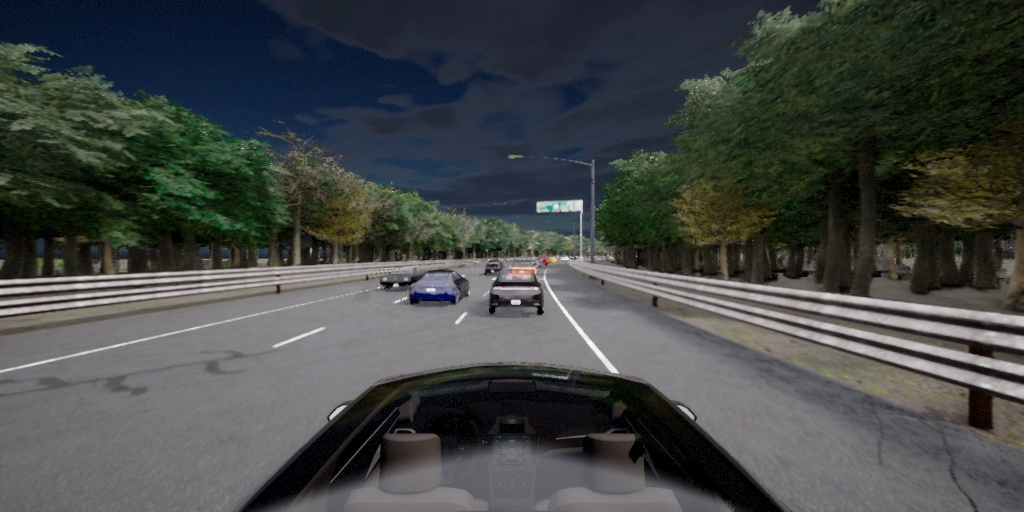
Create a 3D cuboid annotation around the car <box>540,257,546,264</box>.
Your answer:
[{"bbox_3d":[3.736,1.269,56.006,2.033,1.411,5.357,0,0,8],"label":"car"}]

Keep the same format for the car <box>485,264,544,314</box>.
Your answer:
[{"bbox_3d":[0.200,1.242,13.738,2.128,1.511,4.902,0,0,2],"label":"car"}]

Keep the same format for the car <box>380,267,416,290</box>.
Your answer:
[{"bbox_3d":[-6.372,1.331,22.264,1.895,1.301,4.718,0,0,3],"label":"car"}]

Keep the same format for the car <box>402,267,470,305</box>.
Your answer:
[{"bbox_3d":[-3.109,1.306,16.091,1.994,1.385,4.181,0,0,2],"label":"car"}]

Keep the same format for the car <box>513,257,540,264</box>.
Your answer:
[{"bbox_3d":[0.828,1.095,26.844,2.097,1.767,4.553,0,0,4],"label":"car"}]

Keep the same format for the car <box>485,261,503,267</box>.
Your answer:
[{"bbox_3d":[-1.703,1.235,38.109,1.837,1.490,4.892,0,0,5],"label":"car"}]
